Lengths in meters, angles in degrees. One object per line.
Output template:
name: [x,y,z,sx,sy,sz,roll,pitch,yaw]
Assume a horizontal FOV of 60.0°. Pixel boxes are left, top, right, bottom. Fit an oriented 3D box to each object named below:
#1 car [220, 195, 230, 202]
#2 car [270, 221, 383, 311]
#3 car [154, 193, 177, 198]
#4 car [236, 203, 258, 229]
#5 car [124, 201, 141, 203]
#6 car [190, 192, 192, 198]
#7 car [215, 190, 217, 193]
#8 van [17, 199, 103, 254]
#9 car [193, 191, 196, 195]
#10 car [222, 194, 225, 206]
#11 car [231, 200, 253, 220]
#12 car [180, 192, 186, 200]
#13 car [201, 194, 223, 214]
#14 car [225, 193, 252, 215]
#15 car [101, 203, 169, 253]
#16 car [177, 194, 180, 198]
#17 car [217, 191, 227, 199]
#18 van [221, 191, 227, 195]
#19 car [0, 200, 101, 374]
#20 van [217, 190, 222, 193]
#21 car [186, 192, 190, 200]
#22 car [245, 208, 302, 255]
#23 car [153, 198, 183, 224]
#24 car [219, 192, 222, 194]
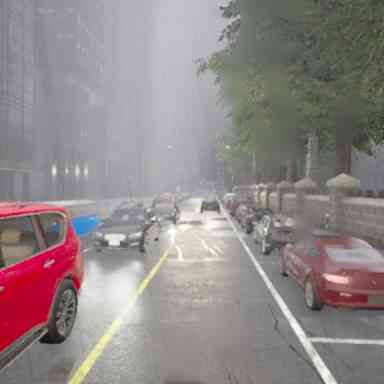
car: [6.206,1.190,62.637,1.802,1.307,4.206,1,1,3]
car: [3.112,1.595,7.475,1.802,1.307,4.206,0,0,3]
car: [-3.540,1.024,41.039,2.192,1.841,5.009,1,0,3]
car: [3.729,1.532,18.509,1.947,1.339,4.313,1,0,3]
car: [-4.472,1.373,24.492,1.887,1.381,4.507,1,0,3]
car: [-1.696,0.916,73.963,1.752,1.417,4.829,1,1,3]
car: [6.828,0.811,73.665,2.192,1.841,5.009,1,1,3]
van: [-5.089,1.226,13.457,1.690,1.788,3.998,0,0,3]
car: [-0.759,0.774,90.678,1.947,1.339,4.313,1,1,3]
car: [4.970,1.361,40.575,1.887,1.381,4.507,1,1,3]
car: [4.040,1.518,24.026,1.802,1.307,4.206,1,0,3]
car: [-2.613,0.994,57.585,1.967,1.590,4.097,1,1,3]
car: [1.889,1.314,33.902,1.882,1.535,5.008,1,0,4]
car: [4.353,1.216,29.540,2.192,1.841,5.009,1,0,3]
car: [-2.420,1.409,13.415,2.128,1.511,4.902,1,0,3]
car: [-3.232,1.099,46.555,1.967,1.590,4.097,1,1,3]
car: [7.138,0.752,79.180,2.192,1.841,5.009,1,1,3]
van: [5.282,1.107,46.088,1.690,1.788,3.998,1,1,3]
car: [-2.977,1.173,3.447,2.150,2.045,5.566,1,0,3]
van: [6.519,0.894,68.150,1.690,1.788,3.998,1,1,3]
car: [-1.997,0.996,68.618,2.008,1.369,4.403,1,1,3]
car: [3.422,1.543,12.991,2.008,1.369,4.403,1,0,3]
car: [-1.838,1.393,23.570,1.812,1.442,4.674,1,0,3]
car: [5.907,1.185,57.291,1.752,1.417,4.829,1,1,3]
